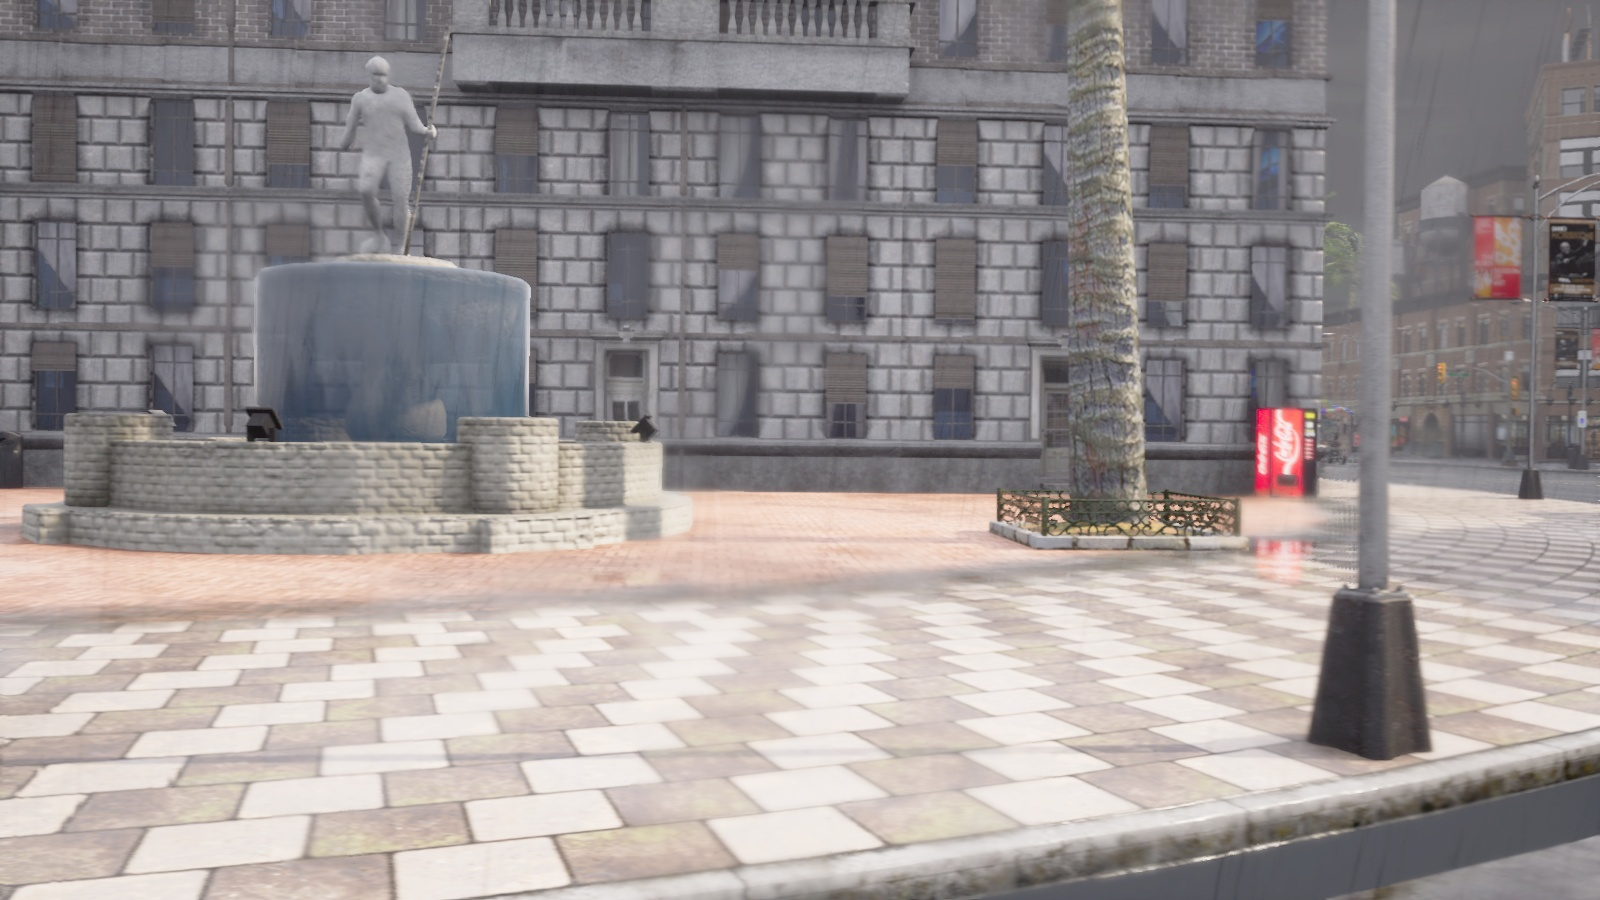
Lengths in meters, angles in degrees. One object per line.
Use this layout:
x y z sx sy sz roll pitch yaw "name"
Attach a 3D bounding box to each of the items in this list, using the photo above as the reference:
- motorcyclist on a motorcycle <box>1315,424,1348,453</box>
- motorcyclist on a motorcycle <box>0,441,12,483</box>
30.397 -0.659 71.802 0.766 1.649 2.350 -1 1 -3 "motorcyclist on a motorcycle"
-29.384 0.444 45.266 0.797 1.523 2.044 -1 1 -4 "motorcyclist on a motorcycle"
